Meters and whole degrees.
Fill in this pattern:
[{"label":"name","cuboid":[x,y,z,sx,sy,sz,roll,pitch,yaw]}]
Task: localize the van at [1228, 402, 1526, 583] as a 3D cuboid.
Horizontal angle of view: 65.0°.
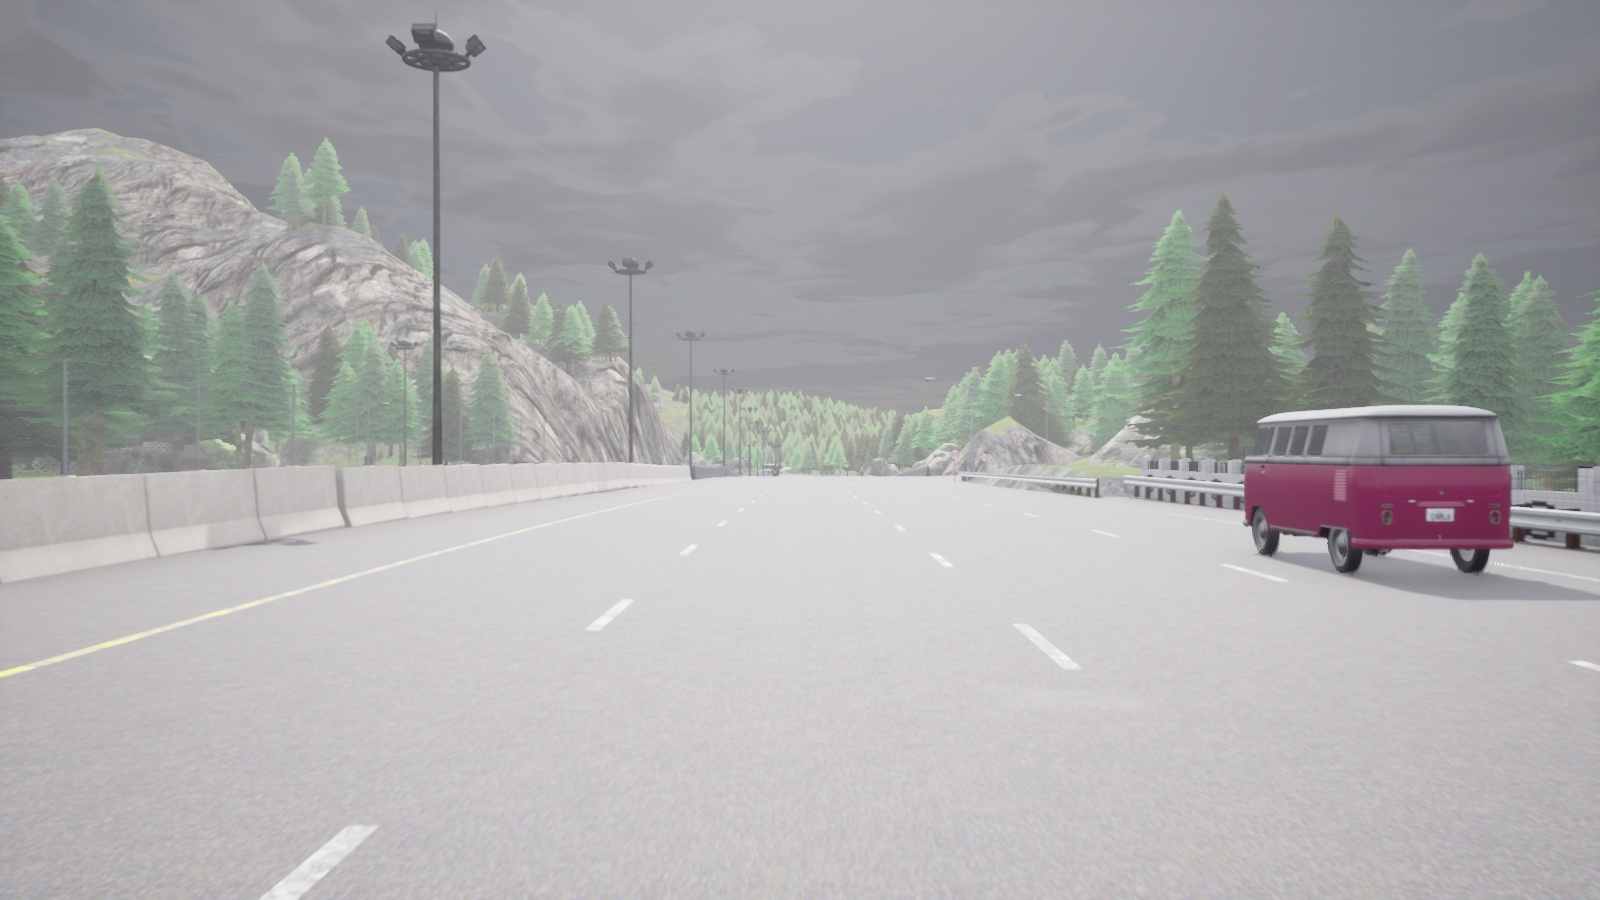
[{"label":"van","cuboid":[7.107,0.467,16.038,1.775,1.987,4.442,0,0,0]}]
